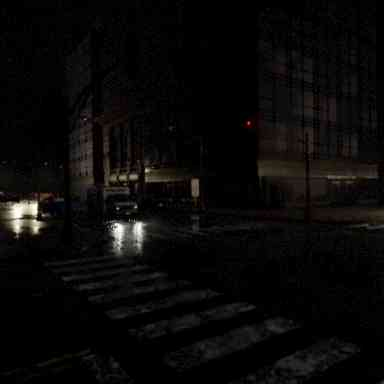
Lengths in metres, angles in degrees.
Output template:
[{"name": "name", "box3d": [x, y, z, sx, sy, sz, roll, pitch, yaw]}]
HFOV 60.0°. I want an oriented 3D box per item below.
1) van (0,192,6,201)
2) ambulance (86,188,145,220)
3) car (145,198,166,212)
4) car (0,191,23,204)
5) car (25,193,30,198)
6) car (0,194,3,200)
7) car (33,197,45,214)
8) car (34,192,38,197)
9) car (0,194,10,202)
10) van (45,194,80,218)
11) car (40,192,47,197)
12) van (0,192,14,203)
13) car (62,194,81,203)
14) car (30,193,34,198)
[{"name": "van", "box3d": [-40.685, 0.914, 70.503, 1.690, 1.788, 3.998, -1, 1, -35]}, {"name": "ambulance", "box3d": [-6.623, 0.880, 27.453, 2.351, 2.431, 6.366, -1, 1, -35]}, {"name": "car", "box3d": [-4.299, 1.283, 33.991, 1.947, 1.339, 4.313, -1, 1, -35]}, {"name": "car", "box3d": [-30.874, 1.001, 56.686, 2.192, 1.841, 5.009, -1, 1, -35]}, {"name": "car", "box3d": [-40.277, 0.882, 84.653, 2.008, 1.369, 4.403, -1, 1, -35]}, {"name": "car", "box3d": [-43.954, 1.101, 75.111, 1.947, 1.339, 4.313, -1, 1, -35]}, {"name": "car", "box3d": [-14.519, 1.436, 33.662, 1.802, 1.307, 4.206, -1, 1, -35]}, {"name": "car", "box3d": [-33.736, 0.957, 75.443, 2.008, 1.369, 4.403, -1, 1, -35]}, {"name": "car", "box3d": [-37.413, 1.156, 65.900, 1.887, 1.381, 4.507, -1, 1, -35]}, {"name": "van", "box3d": [-11.251, 1.225, 29.053, 1.690, 1.788, 3.998, -1, 1, -35]}, {"name": "car", "box3d": [-30.465, 1.026, 70.838, 1.802, 1.307, 4.206, -1, 1, -35]}, {"name": "van", "box3d": [-34.144, 0.990, 61.293, 1.690, 1.788, 3.998, -1, 1, -35]}, {"name": "car", "box3d": [-20.653, 1.100, 57.020, 1.887, 1.381, 4.507, -1, 1, -35]}, {"name": "car", "box3d": [-37.007, 0.809, 80.046, 1.967, 1.590, 4.097, -1, 1, -35]}]
